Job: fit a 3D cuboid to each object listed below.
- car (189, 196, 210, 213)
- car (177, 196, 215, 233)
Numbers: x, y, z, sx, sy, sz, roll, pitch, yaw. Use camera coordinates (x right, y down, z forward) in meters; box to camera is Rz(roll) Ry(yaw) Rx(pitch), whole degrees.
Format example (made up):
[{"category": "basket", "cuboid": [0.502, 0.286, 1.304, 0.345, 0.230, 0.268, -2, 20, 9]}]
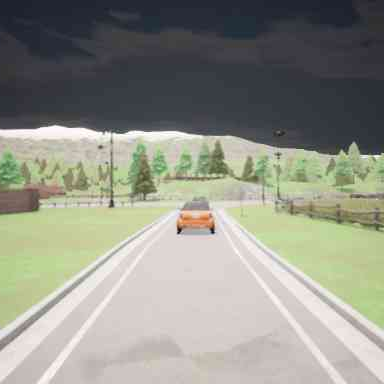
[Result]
[{"category": "car", "cuboid": [0.915, 1.312, 36.664, 2.097, 1.767, 4.553, 0, 0, 4]}, {"category": "car", "cuboid": [0.252, 1.332, 19.806, 2.097, 1.767, 4.553, 0, 0, 1]}]
